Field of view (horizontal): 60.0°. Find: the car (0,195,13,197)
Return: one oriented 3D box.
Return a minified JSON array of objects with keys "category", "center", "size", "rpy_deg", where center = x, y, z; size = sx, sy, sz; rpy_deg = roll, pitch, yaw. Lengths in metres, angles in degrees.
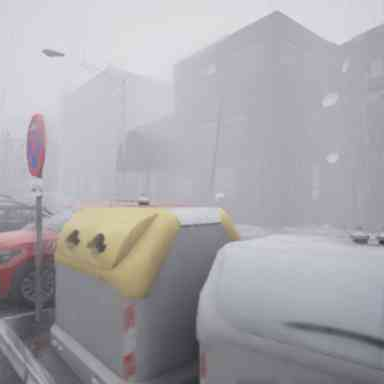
[{"category":"car","center":[-11.994,1.143,19.643],"size":[4.892,1.521,2.231],"rpy_deg":[1,1,-41]}]

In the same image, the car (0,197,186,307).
[{"category":"car","center":[-2.374,1.258,8.503],"size":[5.566,2.045,2.435],"rpy_deg":[1,1,-41]}]
